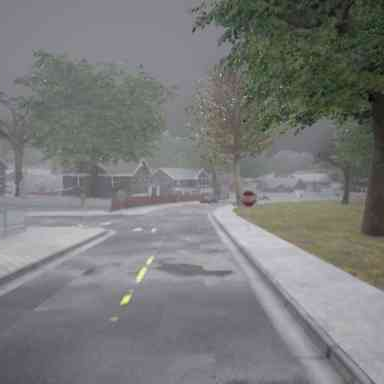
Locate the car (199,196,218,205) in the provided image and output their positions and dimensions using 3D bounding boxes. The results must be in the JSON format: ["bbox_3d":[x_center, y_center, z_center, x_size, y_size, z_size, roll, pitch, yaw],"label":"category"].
[{"bbox_3d":[3.110,1.484,59.554,2.033,1.411,5.357,1,1,25],"label":"car"}]

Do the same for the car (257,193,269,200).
[{"bbox_3d":[17.395,1.135,82.926,2.097,1.767,4.553,2,2,39],"label":"car"}]
